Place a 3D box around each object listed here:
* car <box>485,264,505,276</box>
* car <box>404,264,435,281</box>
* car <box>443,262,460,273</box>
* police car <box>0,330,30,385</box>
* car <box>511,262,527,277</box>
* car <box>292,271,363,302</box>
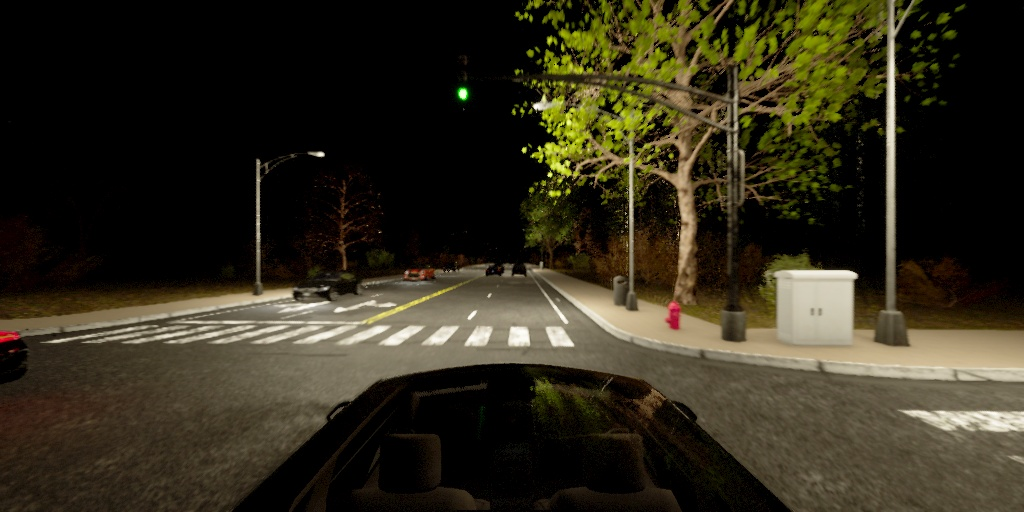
[{"bbox_3d":[-2.327,1.890,46.354,1.994,1.385,4.181,0,-1,1],"label":"car"},{"bbox_3d":[-9.150,1.563,35.813,2.097,1.767,4.553,0,-1,2],"label":"car"},{"bbox_3d":[-8.701,1.619,51.949,1.837,1.490,4.892,0,-1,1],"label":"car"},{"bbox_3d":[-9.207,1.270,4.257,4.974,1.542,2.038,0,0,4],"label":"police car"},{"bbox_3d":[0.912,1.794,45.864,1.882,1.535,5.008,0,-1,1],"label":"car"},{"bbox_3d":[-9.546,1.532,19.050,1.812,1.442,4.674,0,0,1],"label":"car"}]
